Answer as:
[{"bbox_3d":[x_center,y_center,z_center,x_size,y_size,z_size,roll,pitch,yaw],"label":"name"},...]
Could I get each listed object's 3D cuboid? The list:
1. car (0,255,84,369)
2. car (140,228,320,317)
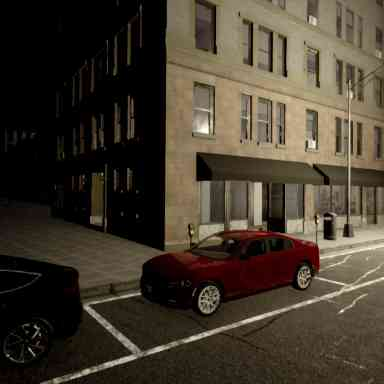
[{"bbox_3d":[-3.604,1.566,4.187,4.313,1.339,1.947,0,1,-35],"label":"car"},{"bbox_3d":[1.017,1.545,7.477,4.507,1.381,1.887,0,1,-35],"label":"car"}]
